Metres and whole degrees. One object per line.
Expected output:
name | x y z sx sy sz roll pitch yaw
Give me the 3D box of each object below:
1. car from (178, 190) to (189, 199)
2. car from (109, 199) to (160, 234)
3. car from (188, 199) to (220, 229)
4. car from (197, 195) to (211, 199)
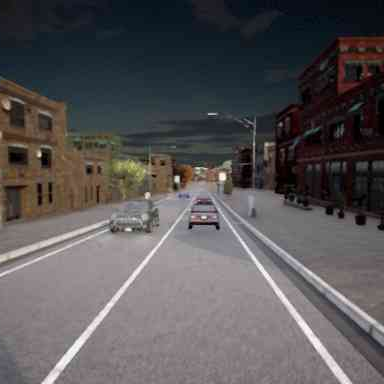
car | -1.496 0.436 60.727 1.882 1.535 5.008 0 2 3
car | -3.039 1.211 18.381 2.097 1.767 4.553 0 1 2
car | 0.738 1.398 20.615 2.033 1.411 5.357 0 1 2
car | 1.522 1.036 43.044 1.895 1.301 4.718 0 1 2
